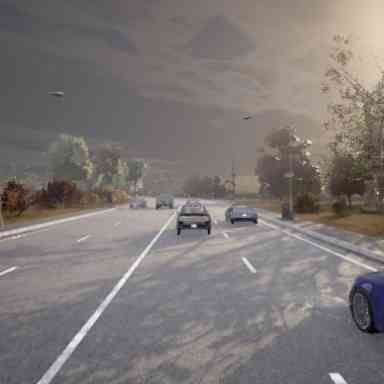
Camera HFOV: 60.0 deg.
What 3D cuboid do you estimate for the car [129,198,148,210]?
[{"bbox_3d":[-7.069,1.496,44.100,2.128,1.511,4.902,0,0,0],"label":"car"}]

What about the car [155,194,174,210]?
[{"bbox_3d":[-3.566,1.228,44.218,2.150,2.045,5.566,0,0,0],"label":"car"}]

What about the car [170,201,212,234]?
[{"bbox_3d":[0.106,1.493,19.235,2.128,1.511,4.902,0,0,0],"label":"car"}]

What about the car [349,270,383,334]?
[{"bbox_3d":[3.604,1.526,3.786,1.812,1.442,4.674,0,0,0],"label":"car"}]

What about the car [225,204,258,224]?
[{"bbox_3d":[3.609,1.566,24.887,1.994,1.385,4.181,0,0,0],"label":"car"}]
